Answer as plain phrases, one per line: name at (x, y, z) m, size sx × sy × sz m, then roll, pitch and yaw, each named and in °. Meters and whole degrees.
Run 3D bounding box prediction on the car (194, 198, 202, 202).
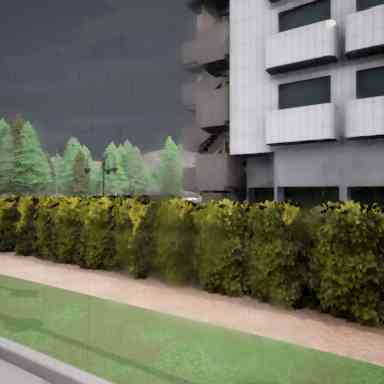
car at (1.732, 1.547, 45.528) m, size 2.033 × 1.411 × 5.357 m, roll 0°, pitch 0°, yaw 35°
